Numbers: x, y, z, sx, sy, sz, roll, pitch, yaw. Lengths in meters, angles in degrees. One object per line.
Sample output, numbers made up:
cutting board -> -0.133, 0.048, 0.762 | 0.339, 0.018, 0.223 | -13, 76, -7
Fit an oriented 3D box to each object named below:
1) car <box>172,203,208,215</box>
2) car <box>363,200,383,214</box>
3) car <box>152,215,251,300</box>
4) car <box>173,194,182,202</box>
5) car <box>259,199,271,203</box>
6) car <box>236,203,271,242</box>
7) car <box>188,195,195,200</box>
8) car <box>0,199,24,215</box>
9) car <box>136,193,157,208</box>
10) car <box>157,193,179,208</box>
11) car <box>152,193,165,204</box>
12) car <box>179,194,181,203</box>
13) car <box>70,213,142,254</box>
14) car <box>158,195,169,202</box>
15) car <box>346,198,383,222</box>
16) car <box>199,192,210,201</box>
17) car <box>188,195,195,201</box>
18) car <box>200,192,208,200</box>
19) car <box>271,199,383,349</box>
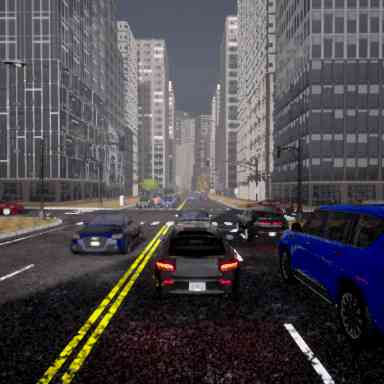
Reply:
car -> 0.086, 1.536, 17.513 | 2.033, 1.411, 5.357 | 0, 0, 0
car -> 21.776, 1.639, 36.656 | 4.829, 1.417, 1.752 | 1, 0, 1
car -> 0.092, 1.521, 8.239 | 1.812, 1.442, 4.674 | 0, 0, 0
car -> -3.321, 1.276, 77.348 | 2.097, 1.767, 4.553 | 0, 0, 0
car -> 8.117, 1.500, 35.099 | 5.008, 1.535, 1.882 | 1, 2, 16
car -> 3.336, 1.494, 16.243 | 1.837, 1.490, 4.892 | 0, 0, 0
car -> -0.083, 1.451, 90.673 | 1.994, 1.385, 4.181 | 0, 0, 0
car -> -18.546, 1.326, 31.481 | 5.008, 1.535, 1.882 | 1, 1, 1
car -> -6.670, 1.313, 47.803 | 2.097, 1.767, 4.553 | 0, 0, 1
car -> -3.389, 1.313, 47.851 | 2.097, 1.767, 4.553 | 0, 0, 0
car -> -6.591, 1.159, 65.969 | 2.150, 2.045, 5.566 | 0, 0, 1
car -> -3.387, 1.497, 57.323 | 2.033, 1.411, 5.357 | 0, 0, 0
car -> -3.238, 1.556, 13.236 | 1.994, 1.385, 4.181 | 0, 0, 1
car -> -6.571, 1.462, 76.450 | 2.033, 1.411, 5.357 | 0, 0, 0
car -> 16.175, 1.516, 28.364 | 5.009, 1.841, 2.192 | 1, 0, 1
car -> 3.178, 1.434, 79.559 | 1.812, 1.442, 4.674 | 0, 0, 0
car -> -0.074, 1.455, 80.776 | 2.033, 1.411, 5.357 | 0, 0, 0
car -> 3.168, 0.958, 89.588 | 2.150, 2.045, 5.566 | 0, 0, 0
car -> 3.348, 1.218, 6.383 | 2.150, 2.045, 5.566 | 0, 0, 0
